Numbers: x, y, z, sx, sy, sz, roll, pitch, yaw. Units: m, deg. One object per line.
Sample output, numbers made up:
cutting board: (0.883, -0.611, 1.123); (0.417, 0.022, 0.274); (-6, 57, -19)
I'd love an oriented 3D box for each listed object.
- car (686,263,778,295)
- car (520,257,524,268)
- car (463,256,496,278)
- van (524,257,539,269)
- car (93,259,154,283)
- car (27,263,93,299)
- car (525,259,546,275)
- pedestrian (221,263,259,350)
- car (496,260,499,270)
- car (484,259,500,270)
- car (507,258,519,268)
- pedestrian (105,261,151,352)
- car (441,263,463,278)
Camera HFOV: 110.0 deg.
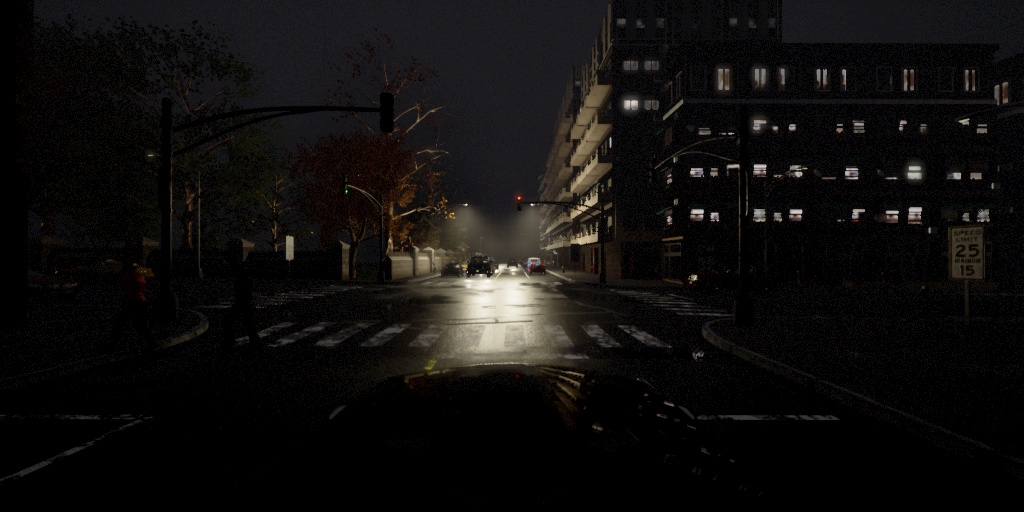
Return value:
car: (13.485, 1.353, 22.046); (5.009, 1.841, 2.192); (0, 0, 0)
car: (2.789, 1.230, 56.927); (1.967, 1.591, 4.097); (0, 0, 0)
car: (-3.027, 0.986, 34.707); (2.150, 2.045, 5.566); (0, 0, 1)
van: (2.769, 1.116, 45.667); (1.690, 1.789, 3.998); (0, 0, 0)
car: (-24.708, 0.883, 21.750); (4.829, 1.417, 1.751); (0, 0, 0)
car: (-18.942, 1.007, 13.414); (4.207, 1.307, 1.802); (0, 0, 0)
car: (2.759, 1.314, 40.036); (1.888, 1.381, 4.507); (0, 0, 0)
pedestrian: (-5.675, 1.043, 7.493); (0.375, 1.860, 0.375); (0, 0, 0)
car: (-3.020, 1.322, 44.959); (2.033, 1.411, 5.357); (0, 0, 0)
car: (-2.994, 1.278, 55.057); (2.128, 1.511, 4.902); (0, 0, 0)
car: (0.109, 1.304, 62.711); (1.837, 1.490, 4.892); (0, 0, 0)
pedestrian: (-7.370, 0.921, 6.895); (0.375, 1.860, 0.375); (0, 0, 0)
car: (-5.632, 1.330, 34.421); (1.948, 1.339, 4.313); (0, 0, 0)
